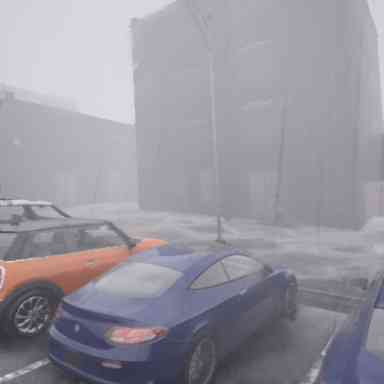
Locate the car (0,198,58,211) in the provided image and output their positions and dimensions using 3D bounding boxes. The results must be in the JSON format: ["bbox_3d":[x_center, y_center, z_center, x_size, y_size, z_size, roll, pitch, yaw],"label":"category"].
[{"bbox_3d":[-4.526,1.179,8.582,2.435,2.045,5.566,0,0,35],"label":"car"}]

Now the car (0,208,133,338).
[{"bbox_3d":[-2.272,1.321,6.900,2.185,1.767,4.553,0,0,36],"label":"car"}]

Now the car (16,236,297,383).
[{"bbox_3d":[0.136,1.504,5.218,2.002,1.452,4.674,0,0,36],"label":"car"}]
